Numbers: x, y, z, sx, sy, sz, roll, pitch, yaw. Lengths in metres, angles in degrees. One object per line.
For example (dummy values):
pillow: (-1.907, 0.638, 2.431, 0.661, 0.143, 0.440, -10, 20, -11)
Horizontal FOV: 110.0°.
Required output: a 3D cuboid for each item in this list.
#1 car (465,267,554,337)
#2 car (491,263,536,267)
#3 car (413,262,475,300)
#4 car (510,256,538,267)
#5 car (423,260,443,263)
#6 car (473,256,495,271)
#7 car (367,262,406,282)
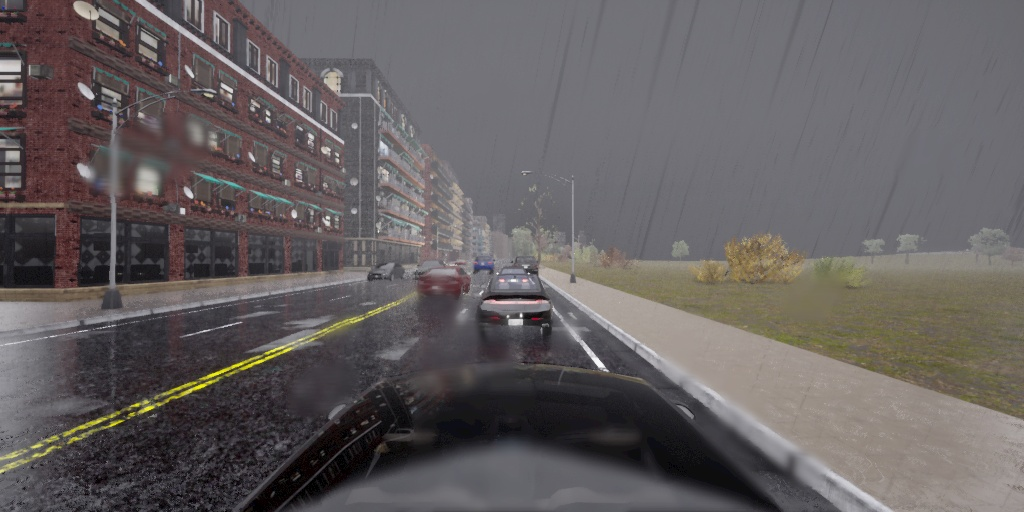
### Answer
car: (0.085, 1.243, 10.300, 2.128, 1.511, 4.902, 0, 0, 0)
car: (0.068, 1.300, 20.740, 2.033, 1.411, 5.357, 0, 0, 0)
car: (-3.181, 1.230, 17.735, 1.882, 1.535, 5.008, 0, 0, 0)
car: (1.082, 0.979, 30.952, 2.150, 2.045, 5.566, 0, 0, 0)
car: (-6.654, 1.105, 29.706, 2.097, 1.767, 4.553, 0, 0, 0)
car: (-3.228, 0.973, 42.303, 2.150, 2.045, 5.566, 0, 0, 0)
car: (-9.902, 1.258, 28.616, 1.837, 1.490, 4.892, 0, 0, 0)
